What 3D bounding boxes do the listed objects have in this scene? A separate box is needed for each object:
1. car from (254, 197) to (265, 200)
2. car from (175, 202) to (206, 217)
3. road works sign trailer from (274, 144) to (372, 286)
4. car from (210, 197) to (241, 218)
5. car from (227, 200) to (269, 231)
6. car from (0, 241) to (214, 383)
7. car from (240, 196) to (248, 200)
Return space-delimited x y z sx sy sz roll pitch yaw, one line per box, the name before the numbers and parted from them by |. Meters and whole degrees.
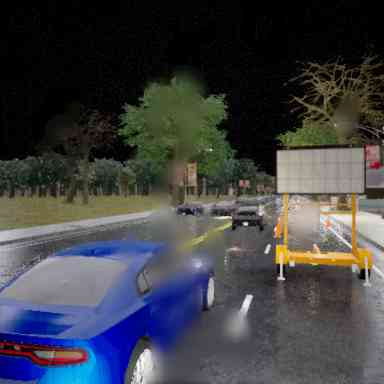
car | 13.361 1.637 65.703 1.812 1.442 4.674 0 0 17
car | -0.107 1.625 31.752 1.895 1.301 4.718 0 0 16
road works sign trailer | 3.650 0.469 9.604 2.380 3.560 2.880 0 0 16
car | 3.030 1.503 30.898 1.882 1.535 5.008 0 0 16
car | 3.711 1.518 20.981 1.837 1.490 4.892 0 0 16
car | -0.991 1.479 4.990 1.882 1.535 5.008 0 0 16
car | 9.894 1.610 65.481 1.837 1.490 4.892 0 0 17
